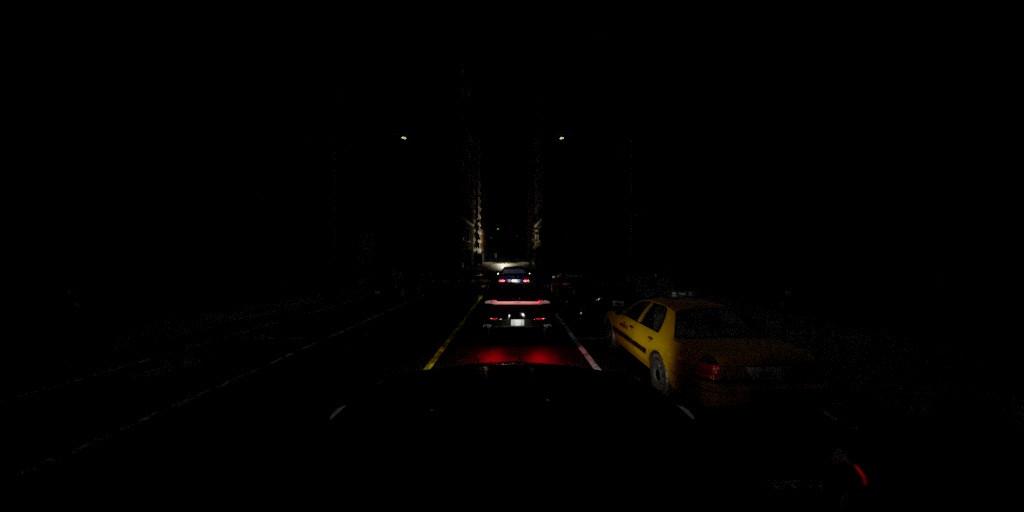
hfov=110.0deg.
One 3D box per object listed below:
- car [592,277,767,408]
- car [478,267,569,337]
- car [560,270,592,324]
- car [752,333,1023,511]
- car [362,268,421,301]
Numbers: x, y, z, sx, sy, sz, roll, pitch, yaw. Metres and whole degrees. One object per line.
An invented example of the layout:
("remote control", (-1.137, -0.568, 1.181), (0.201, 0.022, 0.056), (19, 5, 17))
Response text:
("car", (2.876, 1.274, 6.314), (1.751, 1.417, 4.829), (0, 0, 0))
("car", (0.108, 1.238, 10.256), (2.128, 1.511, 4.902), (0, 0, 0))
("car", (2.880, 1.312, 11.730), (1.948, 1.339, 4.313), (0, 0, 0))
("car", (2.873, 1.301, 0.558), (2.007, 1.370, 4.403), (0, 0, 0))
("car", (-5.662, 1.288, 17.318), (1.888, 1.381, 4.507), (0, 0, 0))
